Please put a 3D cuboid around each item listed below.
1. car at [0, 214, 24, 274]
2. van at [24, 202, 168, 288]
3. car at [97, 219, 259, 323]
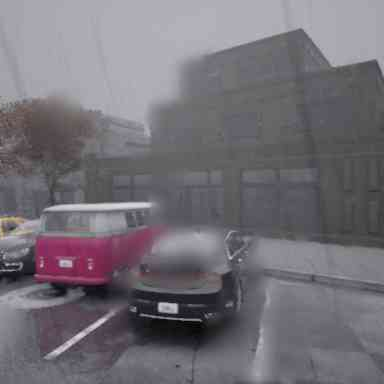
[{"bbox_3d":[-4.472,1.543,10.634,2.231,1.521,4.892,-1,-1,15],"label":"car"},{"bbox_3d":[-2.063,1.277,9.053,1.878,1.987,4.442,-1,-1,15],"label":"van"},{"bbox_3d":[0.284,1.480,7.237,2.231,1.521,4.892,-1,-1,15],"label":"car"}]
